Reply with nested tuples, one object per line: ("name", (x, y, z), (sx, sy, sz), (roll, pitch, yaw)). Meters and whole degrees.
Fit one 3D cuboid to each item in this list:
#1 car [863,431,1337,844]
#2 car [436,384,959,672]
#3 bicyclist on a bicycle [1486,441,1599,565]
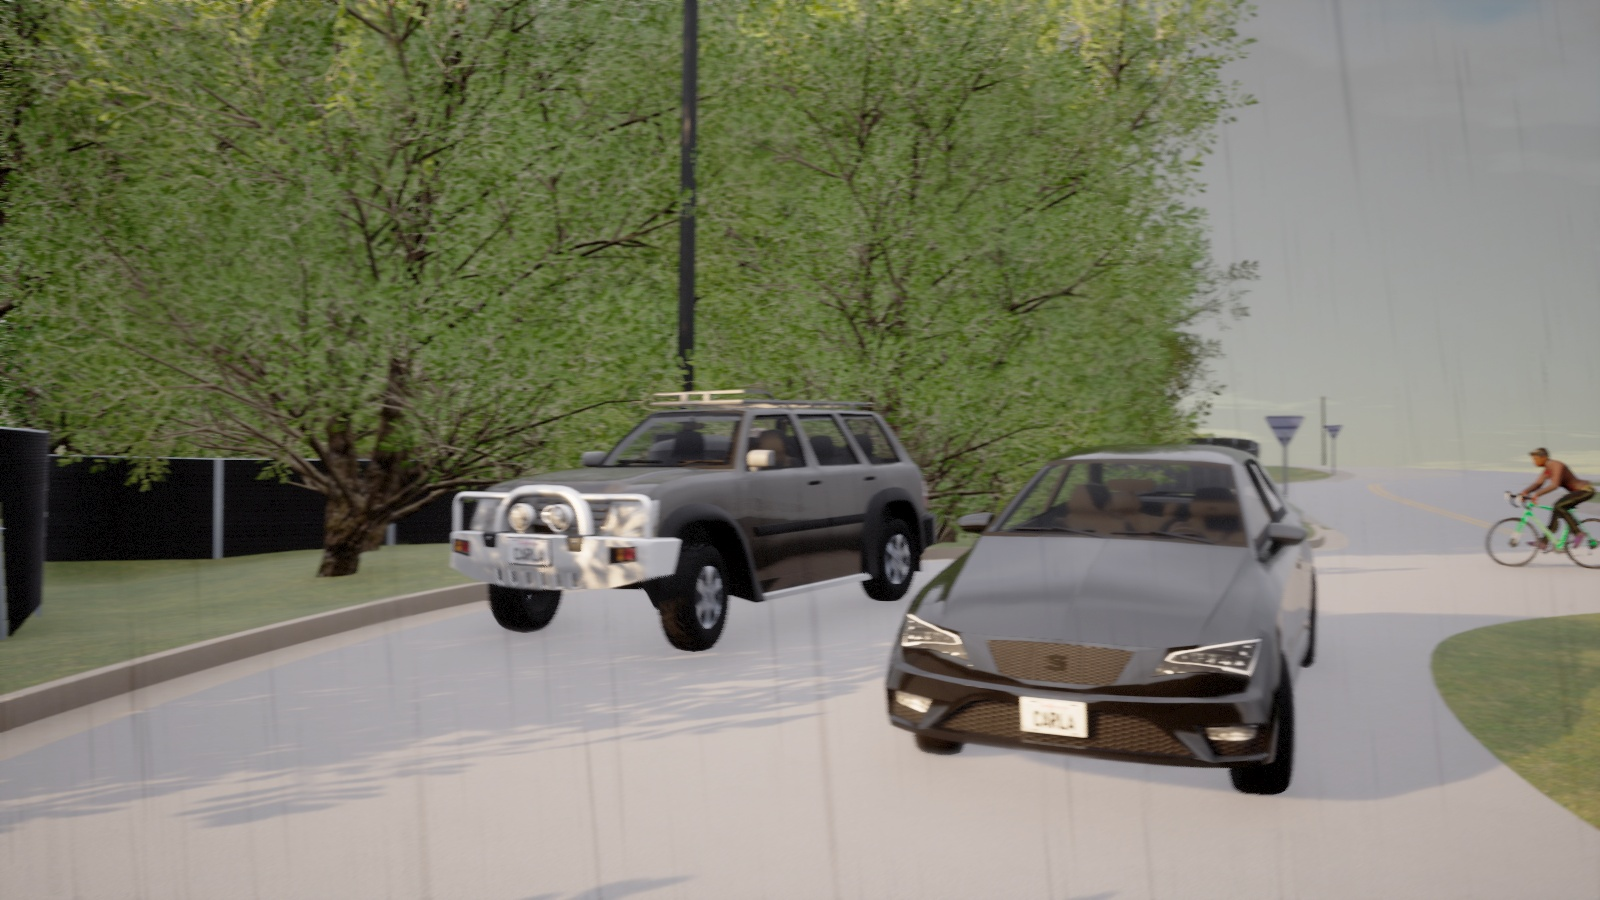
("car", (2.011, 0.711, 7.214), (1.816, 1.474, 4.193), (0, 3, 25))
("car", (-0.562, 0.457, 10.545), (1.932, 1.855, 4.605), (-1, 1, 32))
("bicyclist on a bicycle", (10.173, 0.697, 16.783), (1.656, 1.620, 0.582), (0, 0, 13))
